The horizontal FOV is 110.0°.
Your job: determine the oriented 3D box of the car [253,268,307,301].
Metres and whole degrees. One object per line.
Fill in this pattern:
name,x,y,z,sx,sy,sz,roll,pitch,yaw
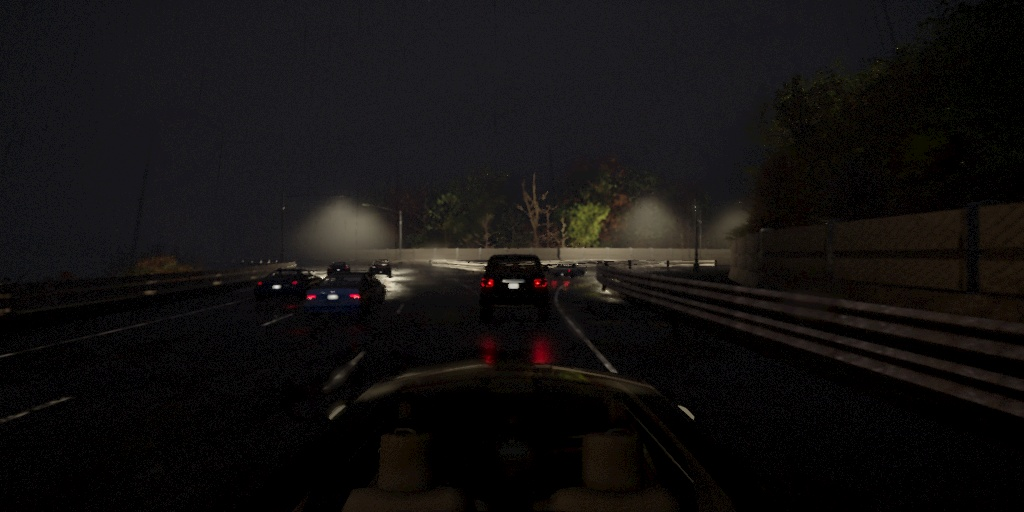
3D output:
car,-10.513,1.279,17.155,1.994,1.385,4.181,0,0,-15

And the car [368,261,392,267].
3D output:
car,-12.212,1.171,33.197,2.128,1.511,4.902,0,0,-22

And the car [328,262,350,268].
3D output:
car,-16.670,1.241,34.631,1.994,1.385,4.181,0,0,-24

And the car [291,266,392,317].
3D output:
car,-5.905,1.272,13.205,2.033,1.411,5.357,0,0,-12

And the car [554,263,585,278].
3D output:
car,5.259,1.281,32.641,1.895,1.301,4.718,0,0,26

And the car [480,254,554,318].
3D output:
car,0.152,0.947,13.027,2.150,2.045,5.566,0,0,2
